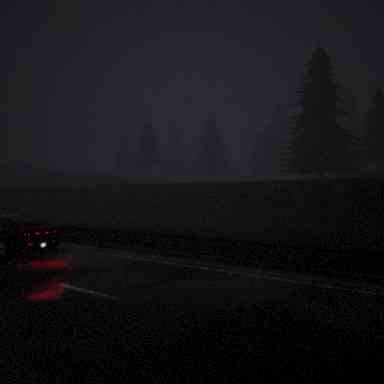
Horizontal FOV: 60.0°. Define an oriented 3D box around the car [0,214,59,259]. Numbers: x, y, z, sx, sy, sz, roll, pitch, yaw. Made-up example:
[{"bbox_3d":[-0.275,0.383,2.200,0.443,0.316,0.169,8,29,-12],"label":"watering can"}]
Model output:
[{"bbox_3d":[-7.319,1.654,13.405,4.892,1.490,1.837,0,0,36],"label":"car"}]
